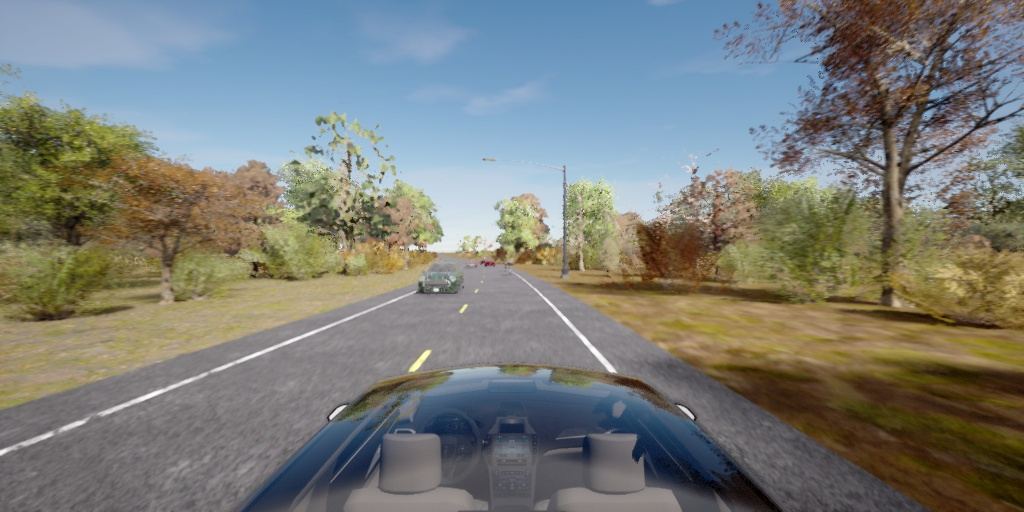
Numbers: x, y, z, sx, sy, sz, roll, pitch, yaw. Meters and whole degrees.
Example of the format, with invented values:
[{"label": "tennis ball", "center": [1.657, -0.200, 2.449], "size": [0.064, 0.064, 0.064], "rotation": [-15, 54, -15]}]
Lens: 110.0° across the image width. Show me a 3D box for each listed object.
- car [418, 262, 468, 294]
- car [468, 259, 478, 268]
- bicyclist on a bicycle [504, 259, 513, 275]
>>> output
[{"label": "car", "center": [-3.925, 1.149, 20.481], "size": [2.097, 1.767, 4.553], "rotation": [0, 0, -2]}, {"label": "car", "center": [-6.835, 1.322, 61.515], "size": [1.812, 1.442, 4.674], "rotation": [0, 0, -6]}, {"label": "bicyclist on a bicycle", "center": [-0.149, 1.161, 36.819], "size": [0.659, 1.776, 1.843], "rotation": [0, 0, -4]}]
